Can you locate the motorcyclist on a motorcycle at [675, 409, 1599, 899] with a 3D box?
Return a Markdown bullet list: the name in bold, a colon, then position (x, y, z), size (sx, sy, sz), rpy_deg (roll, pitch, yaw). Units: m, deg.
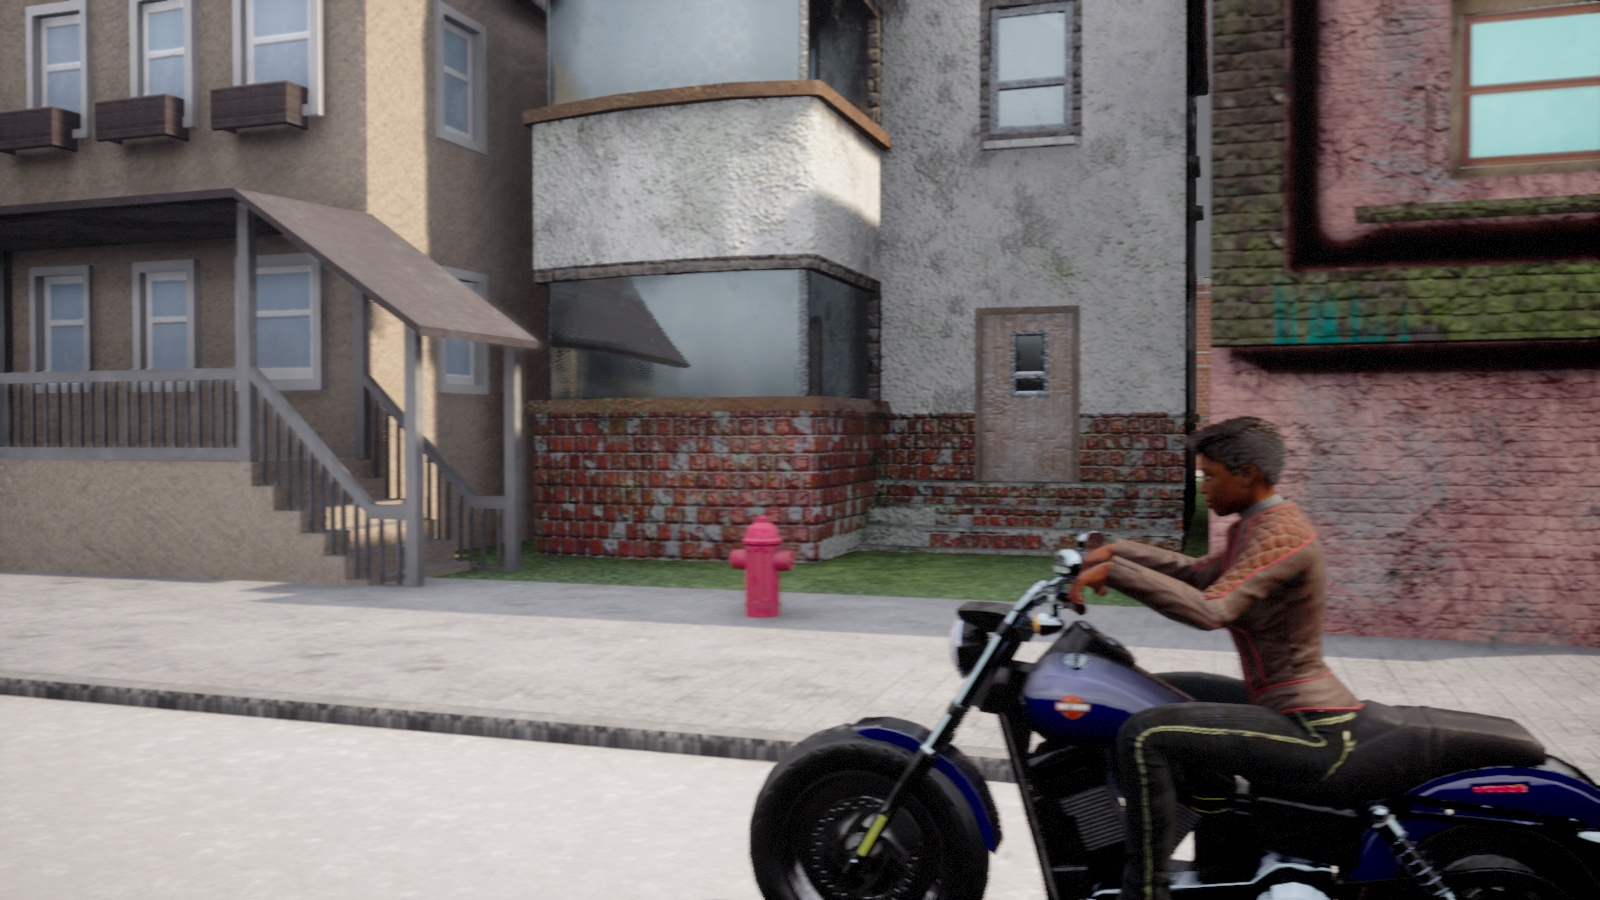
- **motorcyclist on a motorcycle**: position (0.896, 0.724, 3.417), size (2.350, 1.649, 0.766), rpy_deg (0, 1, 19)
